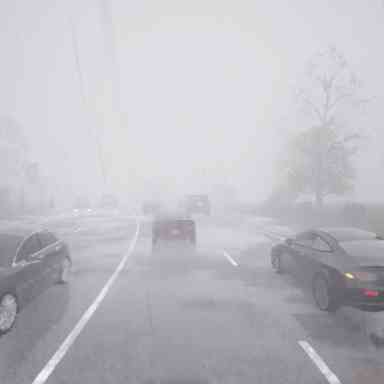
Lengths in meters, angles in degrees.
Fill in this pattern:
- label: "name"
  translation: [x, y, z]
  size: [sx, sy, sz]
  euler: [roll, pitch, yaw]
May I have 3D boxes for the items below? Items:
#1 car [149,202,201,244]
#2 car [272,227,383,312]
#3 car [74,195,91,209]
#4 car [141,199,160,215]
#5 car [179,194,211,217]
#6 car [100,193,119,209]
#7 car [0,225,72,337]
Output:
- label: "car"
  translation: [-0.960, 1.475, 15.938]
  size: [1.882, 1.535, 5.008]
  euler: [0, 0, -6]
- label: "car"
  translation: [3.255, 1.516, 7.576]
  size: [1.812, 1.442, 4.674]
  euler: [0, 0, -3]
- label: "car"
  translation: [-14.898, 1.354, 45.292]
  size: [2.097, 1.767, 4.553]
  euler: [0, 0, -19]
- label: "car"
  translation: [-4.157, 1.475, 34.036]
  size: [1.882, 1.535, 5.008]
  euler: [0, 0, -13]
- label: "car"
  translation: [0.146, 1.214, 30.974]
  size: [2.150, 2.045, 5.566]
  euler: [0, 0, -12]
- label: "car"
  translation: [-11.521, 1.223, 46.308]
  size: [2.150, 2.045, 5.566]
  euler: [0, 0, -19]
- label: "car"
  translation: [-3.894, 1.511, 6.677]
  size: [1.837, 1.490, 4.892]
  euler: [0, 0, -3]
